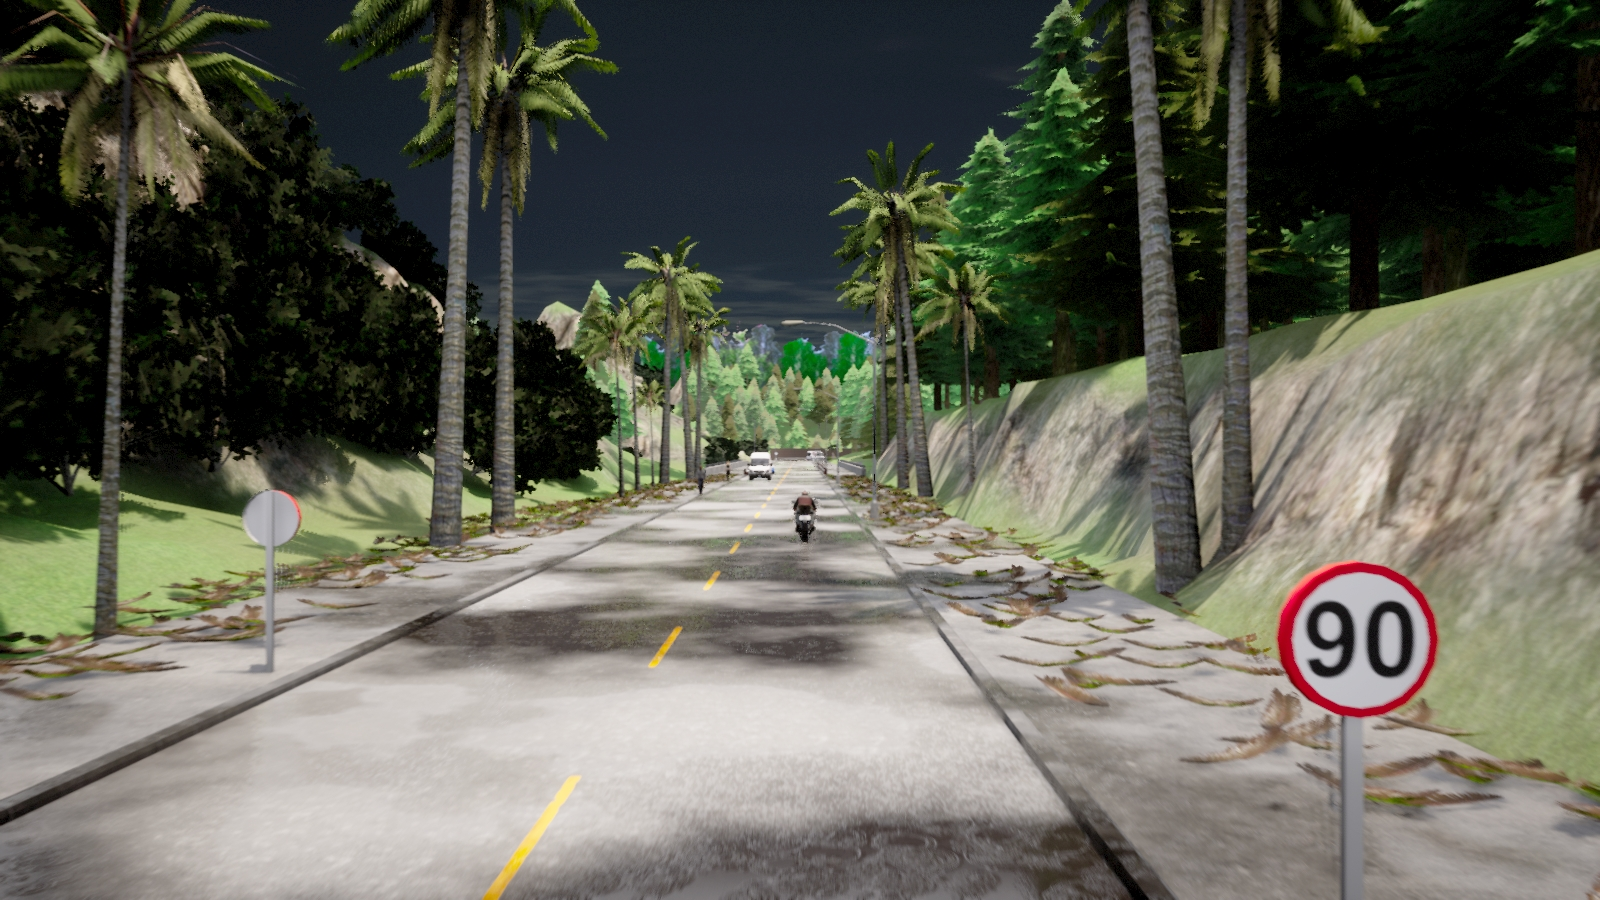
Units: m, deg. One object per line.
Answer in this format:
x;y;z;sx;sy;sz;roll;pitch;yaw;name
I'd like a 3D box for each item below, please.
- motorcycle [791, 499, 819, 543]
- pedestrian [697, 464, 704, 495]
0.159;2.205;35.906;0.867;1.251;2.209;0;0;0;motorcycle
-5.942;1.744;68.305;0.375;1.860;0.375;0;0;-2;pedestrian
